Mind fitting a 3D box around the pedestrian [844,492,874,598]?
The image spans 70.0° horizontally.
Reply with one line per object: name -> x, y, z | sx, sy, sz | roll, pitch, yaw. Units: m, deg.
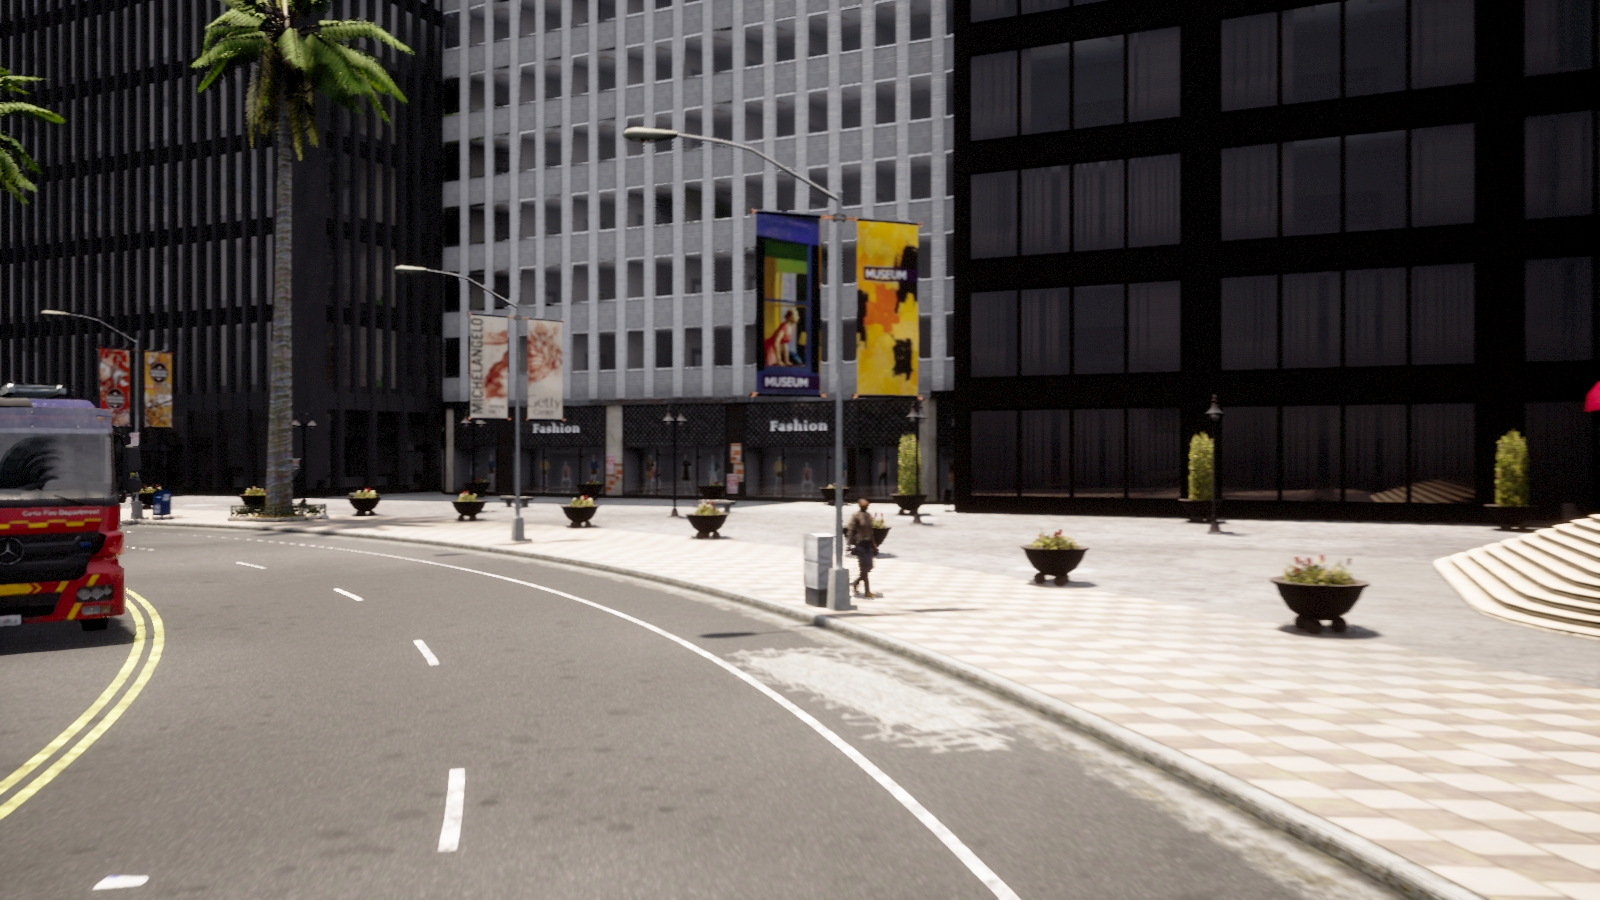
pedestrian -> 1.064, 1.696, 20.511 | 0.375, 1.860, 0.375 | 0, 0, -37

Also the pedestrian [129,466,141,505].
pedestrian -> -32.384, 1.722, 55.649 | 0.375, 1.860, 0.375 | 0, 0, 24

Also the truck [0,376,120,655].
truck -> -13.561, 0.898, 19.005 | 2.891, 3.827, 8.468 | 0, 0, -37
